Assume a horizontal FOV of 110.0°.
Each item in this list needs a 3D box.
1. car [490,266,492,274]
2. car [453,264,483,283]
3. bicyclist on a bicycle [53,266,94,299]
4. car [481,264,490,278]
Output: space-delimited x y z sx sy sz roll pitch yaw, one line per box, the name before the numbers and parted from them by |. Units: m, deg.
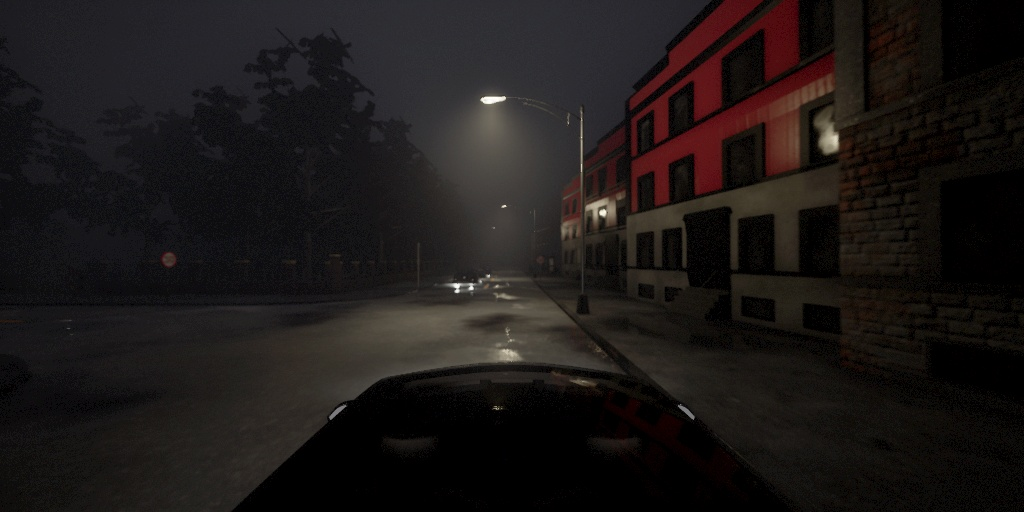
car | -4.041 1.864 52.342 1.882 1.535 5.008 0 -1 0
car | -4.081 1.703 32.638 1.994 1.385 4.181 0 -1 0
bicyclist on a bicycle | -21.840 1.302 17.897 0.582 1.620 1.656 0 0 0
car | -4.074 1.803 41.930 2.033 1.411 5.357 0 -1 0
